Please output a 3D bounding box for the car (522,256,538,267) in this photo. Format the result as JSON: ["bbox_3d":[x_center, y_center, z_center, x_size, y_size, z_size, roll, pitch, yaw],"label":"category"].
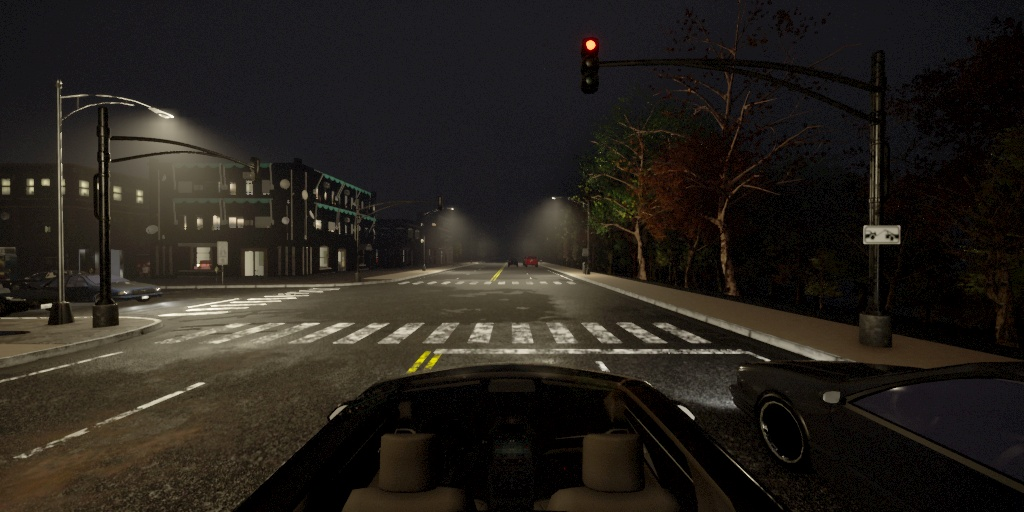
[{"bbox_3d":[3.440,0.948,63.902,2.150,2.045,5.566,0,0,0],"label":"car"}]

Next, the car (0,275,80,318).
[{"bbox_3d":[-19.931,1.565,13.688,4.313,1.339,1.948,0,0,0],"label":"car"}]

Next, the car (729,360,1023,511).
[{"bbox_3d":[3.326,1.297,1.696,2.033,1.411,5.357,0,0,3],"label":"car"}]

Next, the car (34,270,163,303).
[{"bbox_3d":[-19.282,1.511,16.413,5.357,1.411,2.033,-1,1,3],"label":"car"}]
